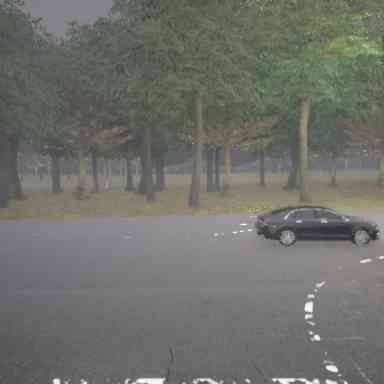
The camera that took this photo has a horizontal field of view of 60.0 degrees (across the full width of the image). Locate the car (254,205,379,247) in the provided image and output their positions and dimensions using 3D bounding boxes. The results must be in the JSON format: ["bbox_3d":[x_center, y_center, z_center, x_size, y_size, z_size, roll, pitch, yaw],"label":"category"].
[{"bbox_3d":[5.055,1.320,13.712,4.892,1.490,1.837,0,2,0],"label":"car"}]
